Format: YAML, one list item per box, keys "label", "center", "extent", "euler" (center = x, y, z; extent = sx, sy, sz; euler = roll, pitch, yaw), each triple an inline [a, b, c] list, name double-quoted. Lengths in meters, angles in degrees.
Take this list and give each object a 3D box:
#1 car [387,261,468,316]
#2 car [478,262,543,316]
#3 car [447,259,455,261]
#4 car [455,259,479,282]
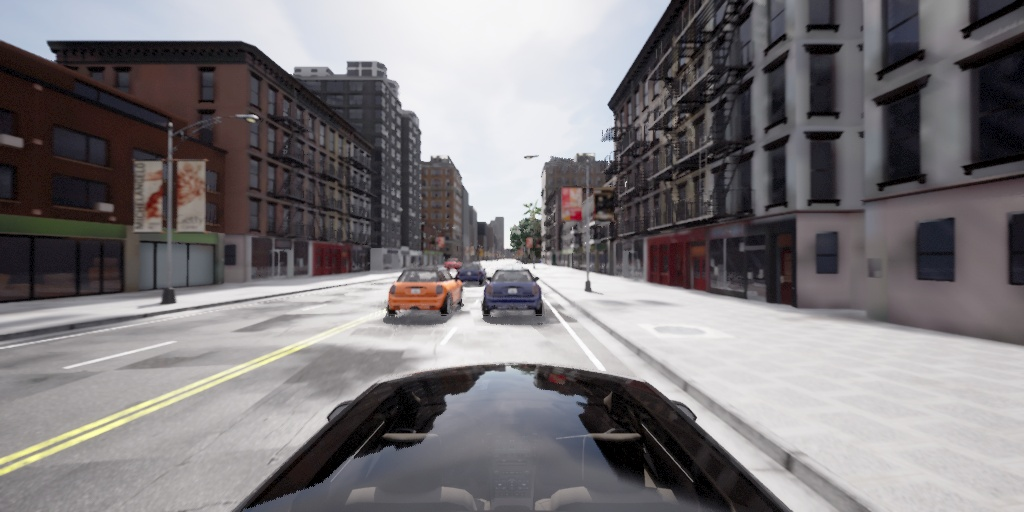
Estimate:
- label: "car"
  center: [-3.213, 1.217, 14.154]
  extent: [2.097, 1.767, 4.553]
  euler: [0, -1, 0]
- label: "car"
  center: [0.038, 1.217, 14.166]
  extent: [2.097, 1.767, 4.553]
  euler: [0, -1, 0]
- label: "car"
  center: [-9.825, 1.439, 59.296]
  extent: [2.150, 2.045, 5.566]
  euler: [0, 0, 1]
- label: "car"
  center: [-3.218, 1.351, 29.149]
  extent: [2.097, 1.767, 4.553]
  euler: [0, -1, 0]
